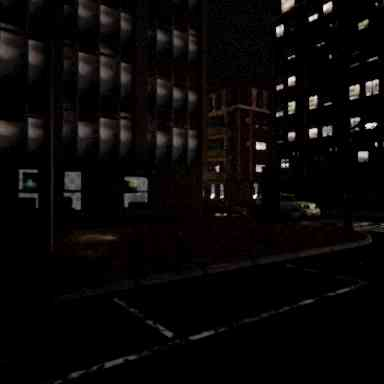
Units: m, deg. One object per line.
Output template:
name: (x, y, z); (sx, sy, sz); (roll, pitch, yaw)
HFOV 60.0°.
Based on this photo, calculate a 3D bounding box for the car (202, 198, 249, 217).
car: (3.006, 1.430, 29.927); (1.752, 1.417, 4.829); (0, 0, -36)

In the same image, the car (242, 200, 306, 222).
car: (6.208, 1.496, 25.465); (1.802, 1.307, 4.206); (0, 0, -36)

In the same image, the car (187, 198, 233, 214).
car: (1.804, 1.452, 36.038); (2.033, 1.411, 5.357); (0, 0, -36)

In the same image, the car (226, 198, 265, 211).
car: (6.312, 1.446, 39.691); (1.752, 1.417, 4.829); (0, 0, -36)

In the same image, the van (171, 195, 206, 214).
van: (-0.396, 1.237, 34.667); (1.690, 1.788, 3.998); (0, 0, -36)

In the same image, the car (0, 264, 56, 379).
car: (-3.862, 1.568, 3.799); (4.313, 1.339, 1.947); (0, 0, -36)

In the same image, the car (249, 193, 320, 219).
car: (7.782, 1.142, 27.711); (2.150, 2.045, 5.566); (0, 0, -36)
